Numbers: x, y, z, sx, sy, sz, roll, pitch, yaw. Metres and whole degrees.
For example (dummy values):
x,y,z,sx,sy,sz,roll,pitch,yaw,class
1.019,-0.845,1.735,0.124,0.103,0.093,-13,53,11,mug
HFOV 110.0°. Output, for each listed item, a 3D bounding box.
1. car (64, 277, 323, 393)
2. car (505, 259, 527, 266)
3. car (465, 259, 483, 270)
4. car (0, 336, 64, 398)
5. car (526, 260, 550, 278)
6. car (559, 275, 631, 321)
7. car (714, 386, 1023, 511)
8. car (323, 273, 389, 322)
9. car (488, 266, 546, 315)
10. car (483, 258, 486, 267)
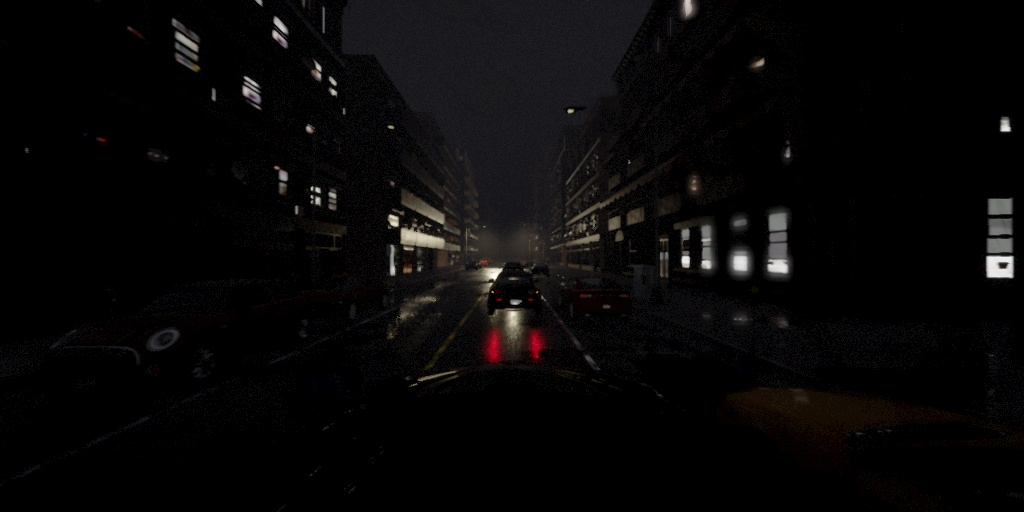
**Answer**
x,y,z,sx,sy,sz,roll,pitch,yaw,class
-5.694,1.196,6.786,1.967,1.591,4.097,0,0,0,car
0.092,1.289,31.449,1.837,1.490,4.892,0,0,0,car
-5.706,1.357,51.876,2.007,1.370,4.403,0,0,0,car
-5.691,1.064,1.150,2.192,1.841,5.009,0,0,0,car
2.680,1.339,34.966,2.007,1.370,4.403,0,0,0,car
2.686,1.308,12.421,1.888,1.381,4.507,0,0,0,car
2.689,1.275,1.319,1.751,1.417,4.829,0,0,0,car
-5.695,1.308,12.423,1.888,1.381,4.507,0,0,0,car
0.097,1.290,13.622,1.812,1.442,4.674,0,0,0,car
-5.708,1.363,57.513,2.007,1.370,4.403,0,0,0,car
